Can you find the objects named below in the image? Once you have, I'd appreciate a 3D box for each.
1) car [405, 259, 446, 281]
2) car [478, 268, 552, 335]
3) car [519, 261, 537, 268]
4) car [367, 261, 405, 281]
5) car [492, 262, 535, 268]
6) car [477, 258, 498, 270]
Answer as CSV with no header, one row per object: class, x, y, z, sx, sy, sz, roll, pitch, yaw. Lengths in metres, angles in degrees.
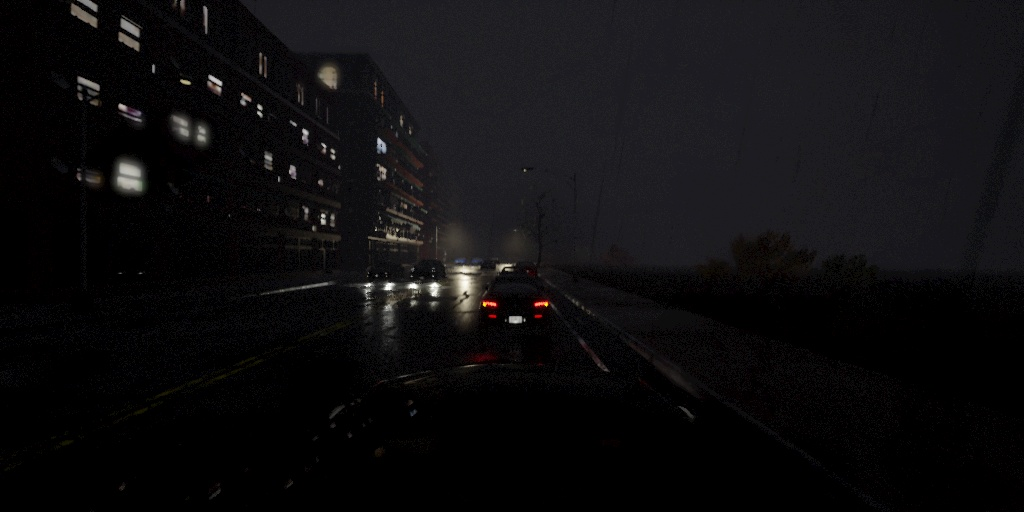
car,-6.649,1.030,28.683,2.097,1.767,4.553,0,0,0
car,0.077,1.253,10.349,1.812,1.442,4.674,0,0,0
car,1.085,1.152,30.044,1.882,1.535,5.008,0,0,0
car,-9.900,1.183,28.607,1.837,1.490,4.892,0,0,0
car,0.067,1.264,20.516,1.994,1.385,4.181,0,0,0
car,-3.295,1.183,49.503,1.994,1.385,4.181,0,0,-1
